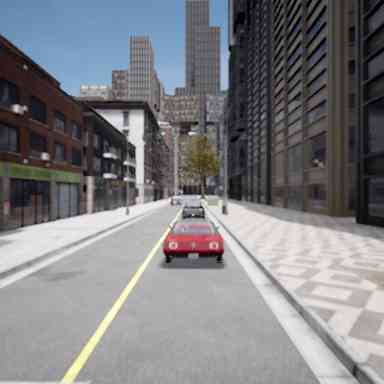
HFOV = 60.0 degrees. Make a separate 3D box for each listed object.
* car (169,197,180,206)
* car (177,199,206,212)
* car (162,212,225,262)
[{"bbox_3d":[-2.856,1.626,58.521,2.128,1.511,4.902,0,0,1],"label":"car"},{"bbox_3d":[0.137,1.543,27.692,2.128,1.511,4.902,0,0,1],"label":"car"},{"bbox_3d":[0.079,1.618,12.084,1.895,1.301,4.718,0,0,1],"label":"car"}]
